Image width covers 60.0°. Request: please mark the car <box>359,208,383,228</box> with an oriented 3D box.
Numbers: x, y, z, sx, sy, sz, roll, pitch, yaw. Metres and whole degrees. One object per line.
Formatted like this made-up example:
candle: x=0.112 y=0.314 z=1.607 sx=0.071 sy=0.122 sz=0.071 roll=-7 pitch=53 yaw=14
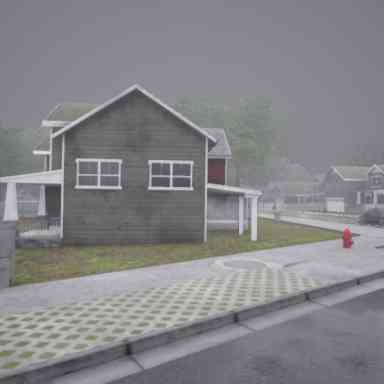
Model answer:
car: x=13.919 y=1.857 z=23.904 sx=1.994 sy=1.385 sz=4.181 roll=1 pitch=-2 yaw=-4
